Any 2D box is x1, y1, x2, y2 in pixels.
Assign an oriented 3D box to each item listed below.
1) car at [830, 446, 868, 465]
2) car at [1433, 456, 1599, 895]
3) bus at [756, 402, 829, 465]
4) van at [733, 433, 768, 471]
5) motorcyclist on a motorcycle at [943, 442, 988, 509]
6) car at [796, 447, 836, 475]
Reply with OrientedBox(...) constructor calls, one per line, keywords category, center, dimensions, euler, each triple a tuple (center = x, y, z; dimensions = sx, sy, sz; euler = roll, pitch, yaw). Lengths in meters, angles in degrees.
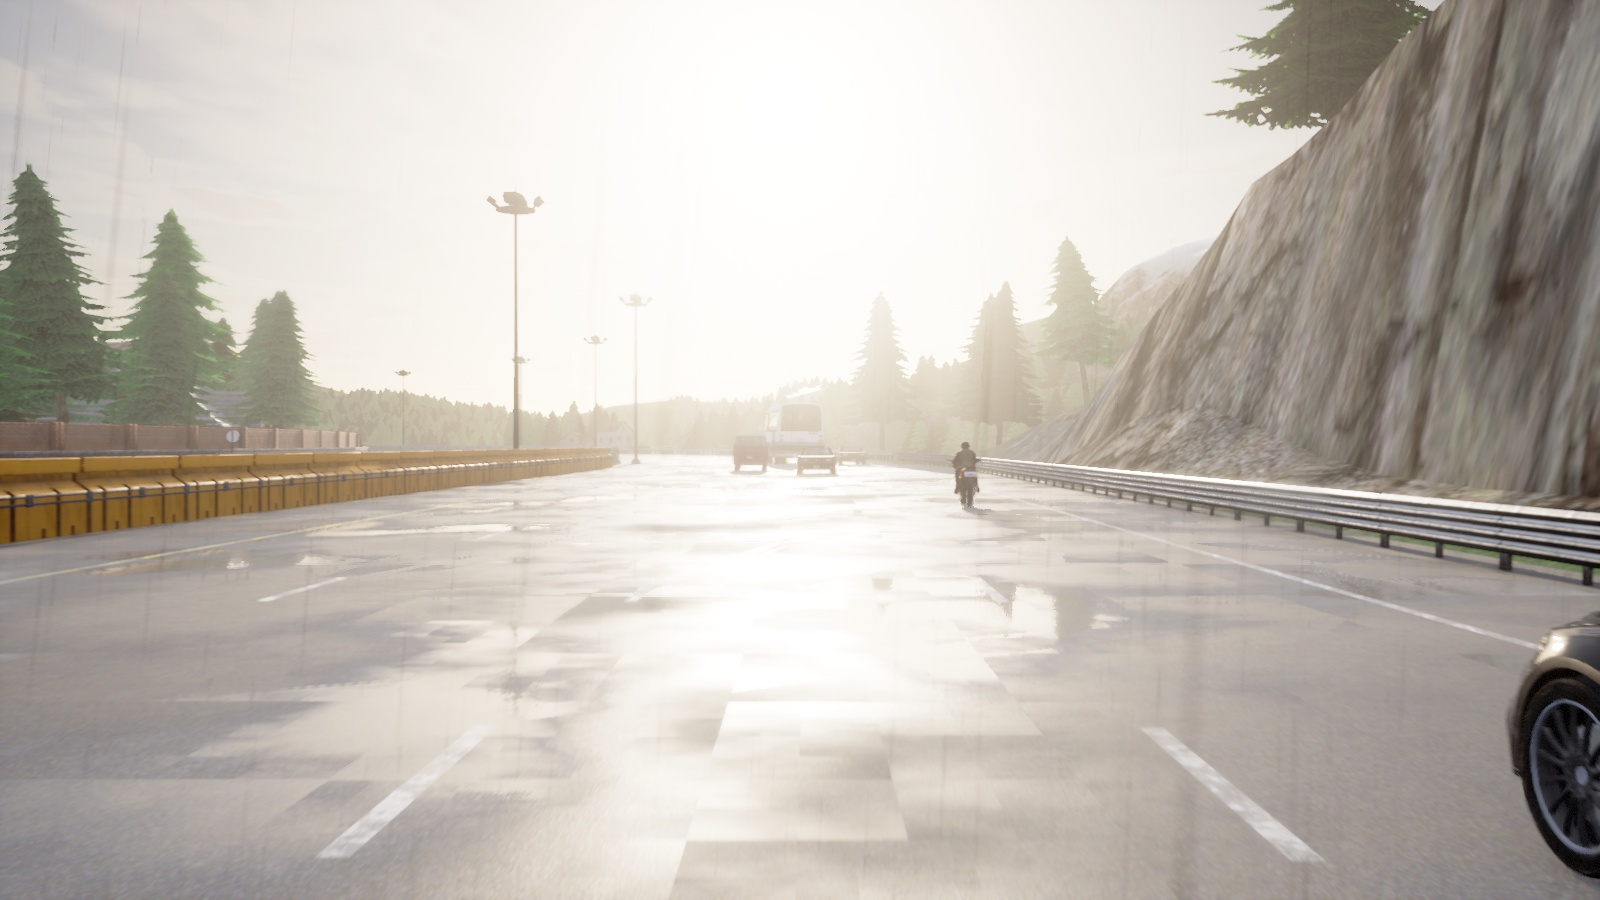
OrientedBox(category="car", center=(3.331, 0.363, 86.409), dimensions=(1.895, 1.301, 4.718), euler=(0, 0, -6))
OrientedBox(category="car", center=(3.541, 0.759, 2.926), dimensions=(1.812, 1.442, 4.674), euler=(0, 0, 1))
OrientedBox(category="bus", center=(-0.673, -1.140, 90.389), dimensions=(3.944, 4.253, 10.273), euler=(0, 0, -7))
OrientedBox(category="van", center=(-2.656, 0.113, 68.204), dimensions=(1.775, 1.987, 4.442), euler=(0, 0, 0))
OrientedBox(category="motorcyclist on a motorcycle", center=(3.876, 0.565, 29.526), dimensions=(0.797, 1.523, 2.044), euler=(0, 0, 1))
OrientedBox(category="car", center=(0.807, 0.498, 61.916), dimensions=(1.895, 1.301, 4.718), euler=(0, 0, 1))
